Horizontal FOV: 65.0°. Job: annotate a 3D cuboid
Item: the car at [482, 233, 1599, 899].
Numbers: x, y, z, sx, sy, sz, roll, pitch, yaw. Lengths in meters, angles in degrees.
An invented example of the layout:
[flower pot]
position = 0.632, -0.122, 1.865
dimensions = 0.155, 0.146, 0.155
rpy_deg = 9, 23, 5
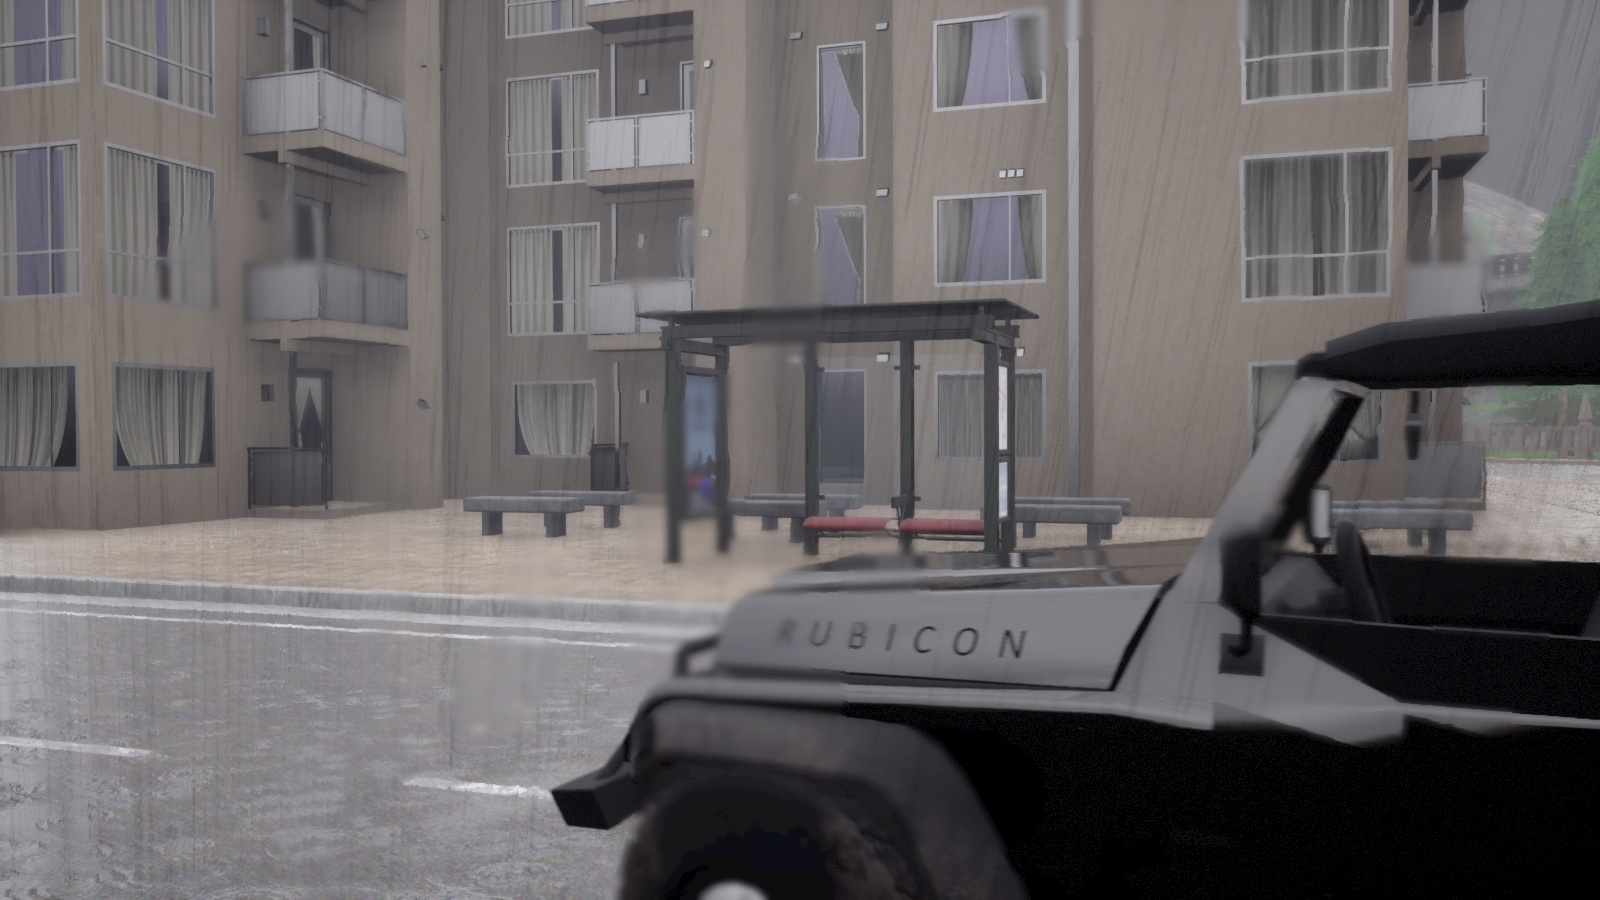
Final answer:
[car]
position = 1.394, 0.580, 2.967
dimensions = 3.866, 1.878, 1.905
rpy_deg = 1, 1, 28
